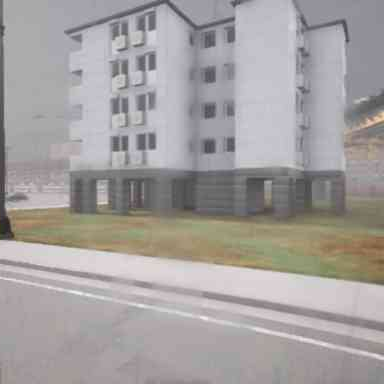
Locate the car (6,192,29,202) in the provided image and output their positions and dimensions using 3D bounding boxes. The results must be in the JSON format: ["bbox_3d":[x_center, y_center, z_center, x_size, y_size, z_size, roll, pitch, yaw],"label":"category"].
[{"bbox_3d":[-27.059,0.758,50.740,1.812,1.442,4.674,0,1,14],"label":"car"}]
